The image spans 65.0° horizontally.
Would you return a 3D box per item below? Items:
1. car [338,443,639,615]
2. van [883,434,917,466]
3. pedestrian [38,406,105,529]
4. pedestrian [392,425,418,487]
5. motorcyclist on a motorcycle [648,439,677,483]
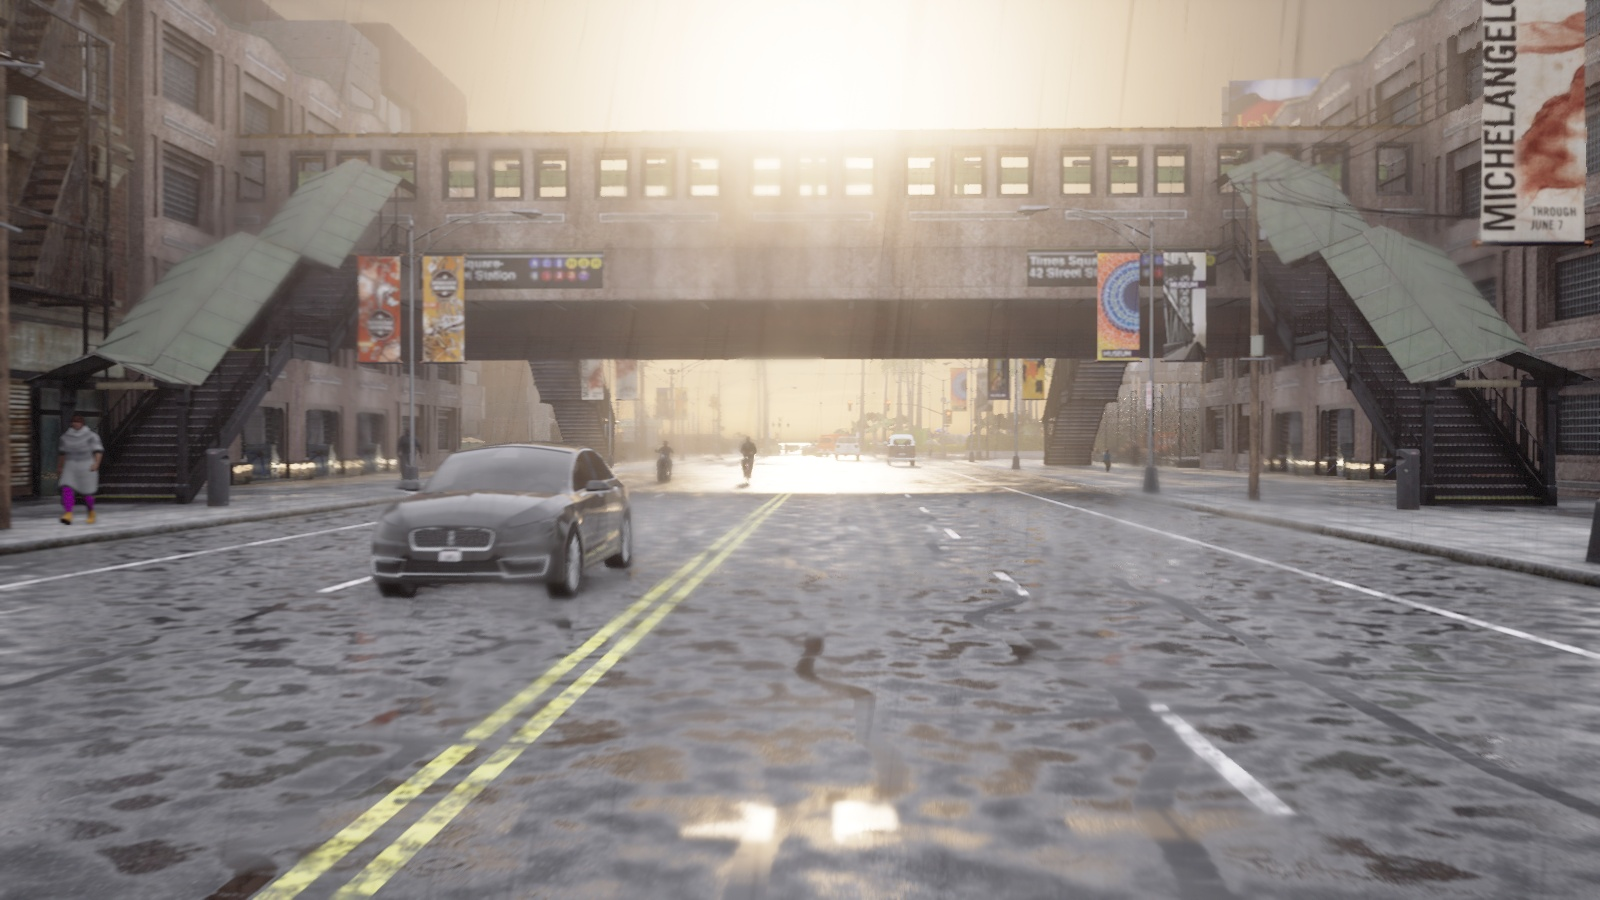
[{"bbox_3d":[-3.031,0.672,13.382,1.837,1.490,4.892,0,0,2],"label":"car"},{"bbox_3d":[6.554,0.011,82.607,2.069,2.038,4.480,0,0,2],"label":"van"},{"bbox_3d":[-11.853,0.272,20.459,0.659,1.952,0.873,0,0,-7],"label":"pedestrian"},{"bbox_3d":[-12.031,0.172,38.274,0.563,1.883,0.849,0,0,-2],"label":"pedestrian"},{"bbox_3d":[-5.291,0.417,48.323,0.766,1.649,2.350,0,1,2],"label":"motorcyclist on a motorcycle"}]
